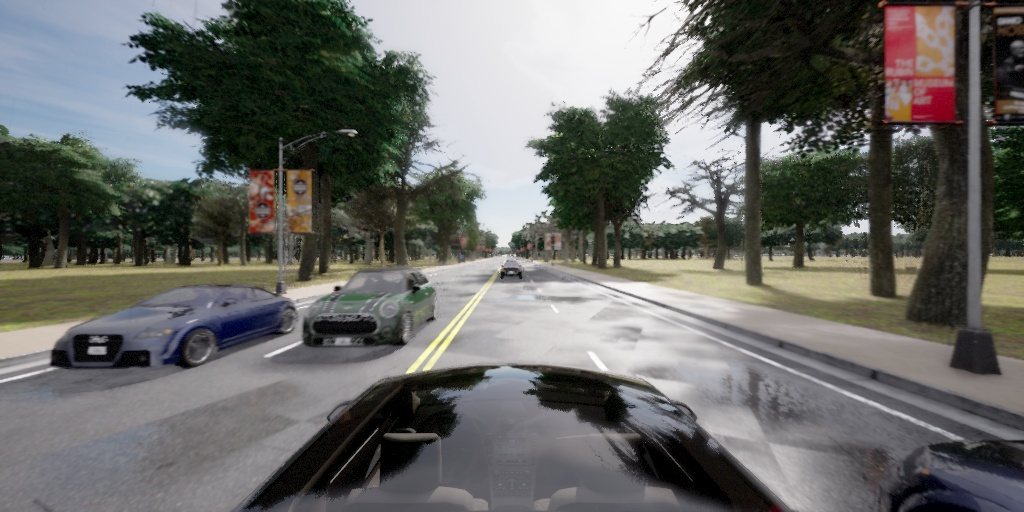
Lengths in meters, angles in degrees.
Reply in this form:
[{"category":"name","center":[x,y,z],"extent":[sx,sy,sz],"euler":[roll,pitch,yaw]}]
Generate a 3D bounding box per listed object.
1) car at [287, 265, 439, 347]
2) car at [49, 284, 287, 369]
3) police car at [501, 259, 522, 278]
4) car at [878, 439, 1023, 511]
[{"category":"car","center":[-3.345,1.101,9.352],"extent":[2.097,1.767,4.553],"euler":[0,0,0]},{"category":"car","center":[-6.597,1.314,7.696],"extent":[1.994,1.385,4.181],"euler":[0,0,0]},{"category":"police car","center":[-0.068,1.246,34.149],"extent":[2.038,1.542,4.974],"euler":[0,0,0]},{"category":"car","center":[3.251,1.314,0.442],"extent":[1.994,1.385,4.181],"euler":[0,0,0]}]
